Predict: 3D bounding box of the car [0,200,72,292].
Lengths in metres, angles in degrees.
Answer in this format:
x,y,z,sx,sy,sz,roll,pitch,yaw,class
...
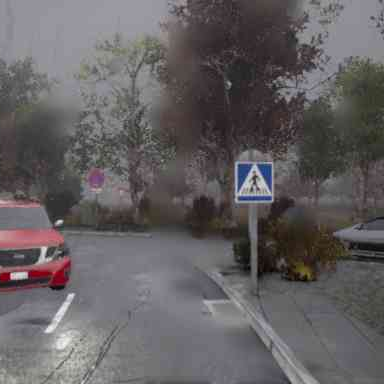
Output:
x,y,z,sx,sy,sz,roll,pitch,yaw,class
-4.768,1.243,8.661,2.150,2.045,5.566,2,-1,-33,car

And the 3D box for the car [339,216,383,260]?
x,y,z,sx,sy,sz,roll,pitch,yaw,class
6.055,1.447,10.483,1.994,1.385,4.181,0,-2,-43,car
